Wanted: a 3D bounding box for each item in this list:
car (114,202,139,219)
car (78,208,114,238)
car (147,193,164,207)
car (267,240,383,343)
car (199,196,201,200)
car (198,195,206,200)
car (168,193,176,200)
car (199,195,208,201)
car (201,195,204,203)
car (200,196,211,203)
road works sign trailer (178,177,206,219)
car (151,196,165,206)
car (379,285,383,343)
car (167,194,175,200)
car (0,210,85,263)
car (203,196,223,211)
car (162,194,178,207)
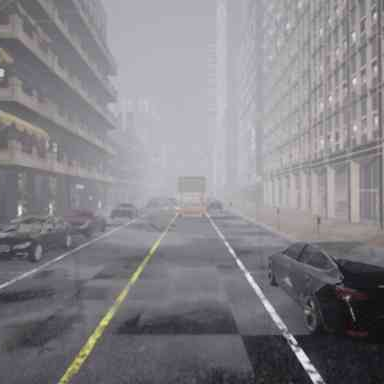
[{"bbox_3d":[-5.679,1.520,28.557,1.887,1.381,4.507,1,0,0],"label":"car"},{"bbox_3d":[-5.678,1.568,17.462,1.802,1.307,4.206,1,0,0],"label":"car"},{"bbox_3d":[-5.680,1.391,50.743,1.967,1.590,4.097,1,0,0],"label":"car"},{"bbox_3d":[2.703,1.561,6.434,1.947,1.339,4.313,1,0,0],"label":"car"},{"bbox_3d":[2.697,1.489,56.368,1.887,1.381,4.507,1,0,0],"label":"car"},{"bbox_3d":[2.692,1.483,89.656,1.802,1.307,4.206,1,0,0],"label":"car"},{"bbox_3d":[-5.686,1.209,95.118,2.192,1.841,5.009,1,0,0],"label":"car"},{"bbox_3d":[2.695,1.441,78.729,1.752,1.417,4.829,1,0,0],"label":"car"},{"bbox_3d":[2.701,1.397,45.271,1.967,1.590,4.097,1,0,0],"label":"car"},{"bbox_3d":[2.696,1.481,67.464,2.008,1.369,4.403,1,0,0],"label":"car"},{"bbox_3d":[-0.004,0.438,29.198,2.380,3.560,2.880,0,0,0],"label":"road works sign trailer"},{"bbox_3d":[-5.683,1.489,56.291,1.887,1.381,4.507,1,0,0],"label":"car"},{"bbox_3d":[2.704,1.565,0.886,1.947,1.339,4.313,1,0,0],"label":"car"},{"bbox_3d":[-5.685,1.342,89.571,1.967,1.590,4.097,1,0,0],"label":"car"},{"bbox_3d":[-5.677,1.542,11.916,2.008,1.369,4.403,1,0,0],"label":"car"},{"bbox_3d":[2.700,1.508,39.724,1.887,1.381,4.507,1,0,0],"label":"car"},{"bbox_3d":[-3.087,1.477,50.057,1.812,1.442,4.674,0,0,0],"label":"car"}]
